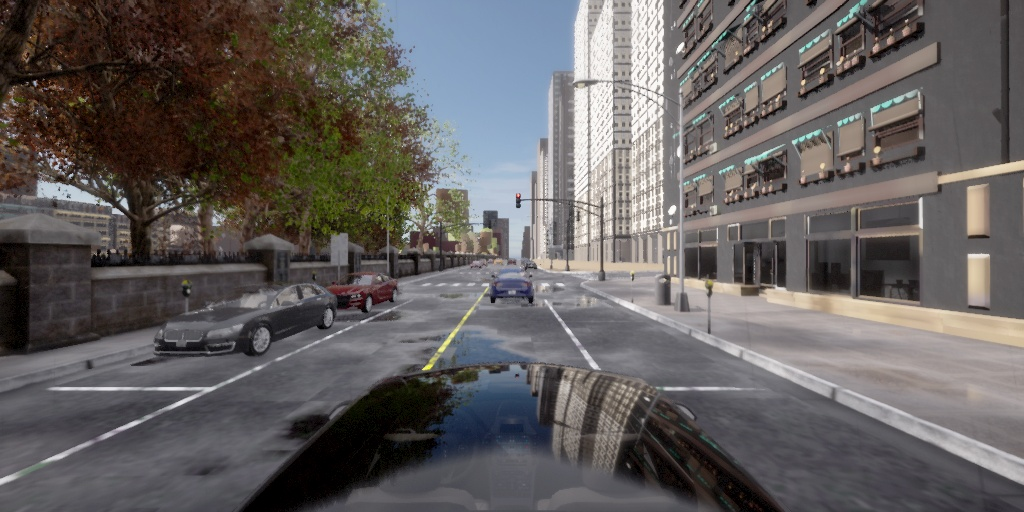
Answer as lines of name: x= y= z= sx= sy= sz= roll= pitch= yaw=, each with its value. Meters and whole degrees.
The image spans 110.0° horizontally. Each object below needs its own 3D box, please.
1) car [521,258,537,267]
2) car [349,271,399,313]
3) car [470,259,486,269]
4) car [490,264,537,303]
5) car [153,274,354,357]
car: x=2.689 y=1.343 z=51.894 sx=1.948 sy=1.339 sz=4.313 roll=0 pitch=0 yaw=0
car: x=-5.820 y=1.296 z=13.976 sx=1.888 sy=1.381 sz=4.507 roll=0 pitch=0 yaw=0
car: x=-5.691 y=1.365 z=57.526 sx=1.802 sy=1.307 sz=4.207 roll=0 pitch=0 yaw=0
car: x=0.001 y=1.286 z=16.501 sx=1.812 sy=1.442 sz=4.674 roll=0 pitch=0 yaw=0
car: x=-5.769 y=1.299 z=8.436 sx=2.007 sy=1.370 sz=4.403 roll=0 pitch=0 yaw=0
